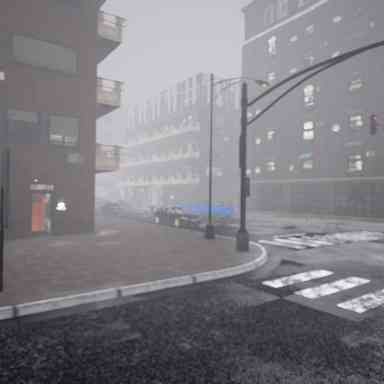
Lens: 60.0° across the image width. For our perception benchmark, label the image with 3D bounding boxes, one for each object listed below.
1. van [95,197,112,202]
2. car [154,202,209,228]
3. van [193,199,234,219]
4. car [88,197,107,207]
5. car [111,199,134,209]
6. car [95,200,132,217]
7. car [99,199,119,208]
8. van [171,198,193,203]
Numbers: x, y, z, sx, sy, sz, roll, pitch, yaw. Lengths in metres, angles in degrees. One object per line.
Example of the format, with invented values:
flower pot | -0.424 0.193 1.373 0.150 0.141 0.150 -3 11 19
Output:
van | -10.614 1.440 36.402 1.690 1.788 3.998 1 -1 -35
car | -1.052 1.616 22.609 2.008 1.369 4.403 1 -1 -35
van | 2.237 1.564 31.698 1.690 1.788 3.998 1 -1 -35
car | -16.893 1.727 59.279 1.967 1.590 4.097 1 -1 -35
car | -10.519 1.812 50.084 1.887 1.381 4.507 1 -1 -35
car | -7.429 1.669 31.803 1.802 1.307 4.206 1 -1 -35
car | -13.707 1.859 54.681 1.802 1.307 4.206 1 -1 -35
van | -0.952 1.576 36.296 1.690 1.788 3.998 1 -1 -35
